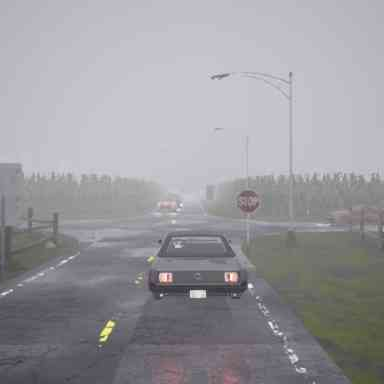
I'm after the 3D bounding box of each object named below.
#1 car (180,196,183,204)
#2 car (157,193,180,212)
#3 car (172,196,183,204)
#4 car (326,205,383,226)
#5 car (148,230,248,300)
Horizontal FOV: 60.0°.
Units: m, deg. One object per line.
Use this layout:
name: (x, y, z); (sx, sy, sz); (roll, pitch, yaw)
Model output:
car: (-2.841, 1.205, 48.916); (2.150, 2.045, 5.566); (0, 0, -1)
car: (-2.840, 1.342, 38.265); (2.097, 1.767, 4.553); (0, 0, 0)
car: (-2.791, 1.495, 63.610); (1.812, 1.442, 4.674); (0, 0, 0)
car: (11.919, 1.663, 23.961); (4.181, 1.385, 1.994); (0, -1, 1)
car: (0.073, 1.601, 8.377); (1.895, 1.301, 4.718); (0, 0, -1)
